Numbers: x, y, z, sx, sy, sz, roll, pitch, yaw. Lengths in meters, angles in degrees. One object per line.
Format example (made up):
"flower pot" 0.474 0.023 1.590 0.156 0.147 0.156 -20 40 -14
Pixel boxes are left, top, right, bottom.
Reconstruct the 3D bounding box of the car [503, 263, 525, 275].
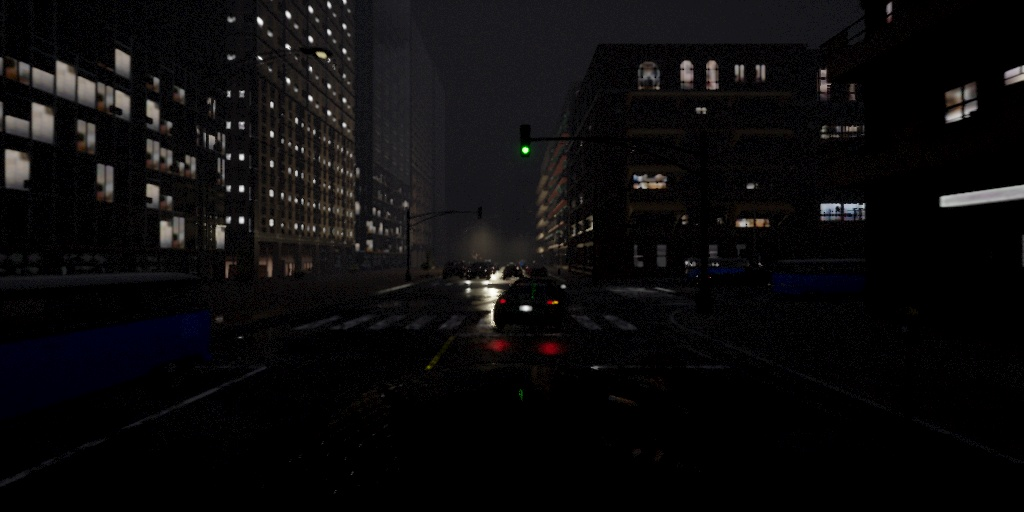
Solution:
"car" 0.073 1.629 35.727 1.895 1.301 4.718 0 0 0

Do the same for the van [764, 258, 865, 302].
"van" 13.732 1.013 15.715 3.998 1.789 1.690 0 0 0

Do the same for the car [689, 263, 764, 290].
"car" 13.614 1.292 21.513 4.718 1.301 1.895 -1 0 0

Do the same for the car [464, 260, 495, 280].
"car" -3.115 1.373 34.792 2.097 1.767 4.553 0 0 0

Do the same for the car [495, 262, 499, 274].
"car" -3.116 1.460 45.115 2.097 1.767 4.553 0 -1 0

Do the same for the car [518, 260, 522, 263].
"car" 2.638 1.842 64.148 1.948 1.339 4.313 0 0 0

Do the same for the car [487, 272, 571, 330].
"car" 0.778 1.393 11.622 1.994 1.385 4.181 0 0 12

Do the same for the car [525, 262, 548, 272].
"car" 2.661 1.580 36.511 1.888 1.381 4.507 0 0 0

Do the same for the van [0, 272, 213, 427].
"van" -5.693 1.110 4.117 1.690 1.789 3.998 0 0 0

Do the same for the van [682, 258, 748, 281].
"van" 13.703 1.039 24.096 3.998 1.789 1.690 0 0 0

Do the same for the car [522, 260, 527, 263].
"car" 2.652 1.569 47.566 1.967 1.591 4.097 0 0 0

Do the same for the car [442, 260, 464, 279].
"car" -5.719 1.350 36.505 2.192 1.841 5.009 0 0 0

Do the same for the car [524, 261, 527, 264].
"car" 2.656 1.627 42.038 1.888 1.381 4.507 0 0 0
